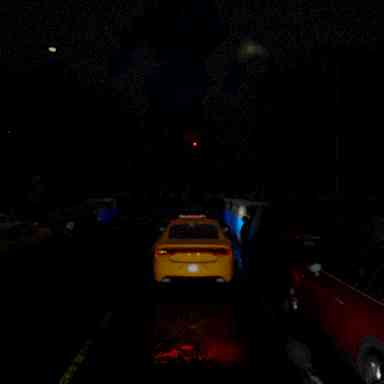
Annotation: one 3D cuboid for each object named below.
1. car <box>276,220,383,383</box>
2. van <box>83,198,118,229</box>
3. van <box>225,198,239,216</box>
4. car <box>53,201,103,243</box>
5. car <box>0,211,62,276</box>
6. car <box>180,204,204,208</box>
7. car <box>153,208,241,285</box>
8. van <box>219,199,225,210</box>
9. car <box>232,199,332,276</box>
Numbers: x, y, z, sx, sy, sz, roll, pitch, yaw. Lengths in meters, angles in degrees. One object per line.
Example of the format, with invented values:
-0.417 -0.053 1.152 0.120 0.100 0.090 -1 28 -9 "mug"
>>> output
2.751 1.429 4.732 1.967 1.590 4.097 0 0 0 "car"
-5.826 1.296 21.018 1.690 1.788 3.998 0 0 0 "van"
2.716 1.307 15.607 1.690 1.788 3.998 0 0 0 "van"
-5.809 1.406 15.580 1.967 1.590 4.097 0 0 0 "car"
-5.791 1.503 9.974 1.752 1.417 4.829 0 0 0 "car"
-0.012 1.450 19.505 2.128 1.511 4.902 0 0 0 "car"
0.053 1.457 9.499 1.882 1.535 5.008 0 0 1 "car"
2.699 1.296 21.045 1.690 1.788 3.998 0 0 0 "van"
2.733 1.293 10.170 2.192 1.841 5.009 0 0 0 "car"
